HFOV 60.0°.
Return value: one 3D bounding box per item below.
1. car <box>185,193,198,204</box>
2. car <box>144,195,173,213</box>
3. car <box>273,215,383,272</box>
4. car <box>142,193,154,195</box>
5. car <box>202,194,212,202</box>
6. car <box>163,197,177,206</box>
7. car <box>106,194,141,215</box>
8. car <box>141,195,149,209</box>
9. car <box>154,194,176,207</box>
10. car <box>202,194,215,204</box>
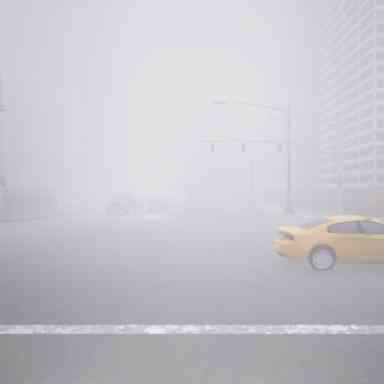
[{"bbox_3d":[-0.128,1.192,63.726,2.150,2.045,5.566,0,0,0],"label":"car"},{"bbox_3d":[-3.676,1.474,37.430,2.128,1.511,4.902,0,0,0],"label":"car"},{"bbox_3d":[5.071,1.473,10.236,5.008,1.535,1.882,0,0,0],"label":"car"},{"bbox_3d":[-7.200,1.196,55.283,2.150,2.045,5.566,0,0,0],"label":"car"},{"bbox_3d":[3.353,1.320,74.548,2.097,1.767,4.553,0,0,0],"label":"car"},{"bbox_3d":[-3.701,1.538,56.459,1.994,1.385,4.181,0,0,0],"label":"car"},{"bbox_3d":[-7.152,1.205,34.507,2.150,2.045,5.566,0,0,2],"label":"car"},{"bbox_3d":[-7.191,1.526,44.759,2.033,1.411,5.357,0,0,0],"label":"car"},{"bbox_3d":[-3.690,1.330,46.646,2.097,1.767,4.553,0,0,0],"label":"car"},{"bbox_3d":[3.466,1.496,64.646,1.812,1.442,4.674,0,0,0],"label":"car"}]
